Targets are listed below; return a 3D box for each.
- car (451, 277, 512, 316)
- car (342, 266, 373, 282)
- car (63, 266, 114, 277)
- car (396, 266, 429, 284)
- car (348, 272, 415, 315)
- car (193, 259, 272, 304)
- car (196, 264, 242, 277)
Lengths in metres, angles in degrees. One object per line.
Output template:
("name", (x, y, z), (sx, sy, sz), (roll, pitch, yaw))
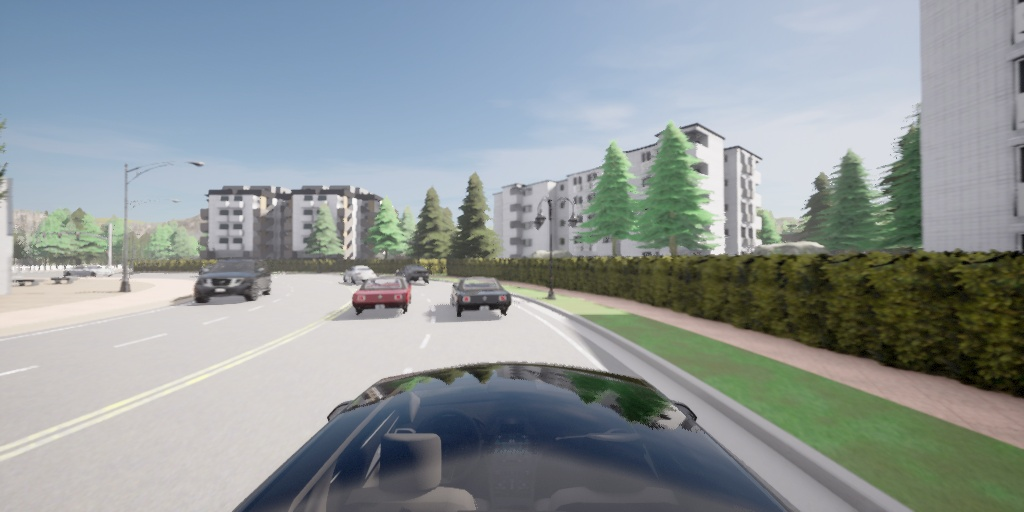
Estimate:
("car", (-1.390, 1.478, 14.105), (1.895, 1.301, 4.718), (0, -1, -12))
("car", (-13.151, 1.599, 30.859), (1.812, 1.442, 4.674), (1, -1, -37))
("car", (-49.559, 1.841, 41.980), (4.674, 1.442, 1.812), (0, -1, 0))
("car", (-8.502, 1.562, 30.321), (1.837, 1.490, 4.892), (1, -1, -33))
("car", (-5.068, 1.491, 14.514), (1.895, 1.301, 4.718), (0, -1, -14))
("car", (-13.821, 1.169, 18.154), (2.150, 2.045, 5.566), (0, -1, -24))
("car", (-34.761, 1.718, 42.525), (5.008, 1.535, 1.882), (-1, -1, 21))
